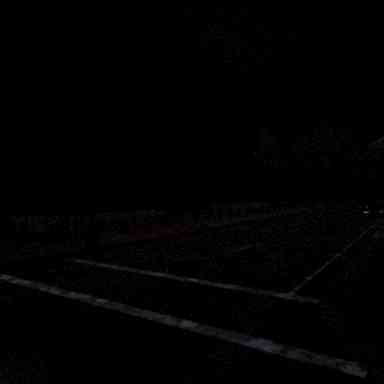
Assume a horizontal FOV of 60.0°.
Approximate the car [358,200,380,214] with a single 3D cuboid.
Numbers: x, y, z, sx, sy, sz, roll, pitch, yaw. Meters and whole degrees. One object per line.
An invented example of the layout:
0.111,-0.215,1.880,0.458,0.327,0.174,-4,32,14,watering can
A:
18.813,1.572,35.382,2.033,1.411,5.357,-1,0,32,car
